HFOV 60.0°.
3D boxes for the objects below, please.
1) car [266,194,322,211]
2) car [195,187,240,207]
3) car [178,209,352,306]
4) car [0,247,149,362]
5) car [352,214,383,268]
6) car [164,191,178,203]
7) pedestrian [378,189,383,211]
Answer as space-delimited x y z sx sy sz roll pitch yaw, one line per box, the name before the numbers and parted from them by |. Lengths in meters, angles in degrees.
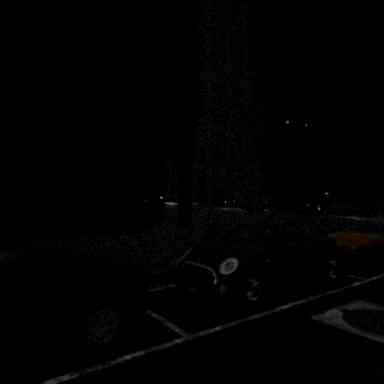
car | 8.343 0.972 27.538 2.128 1.511 4.902 -1 2 -36
car | 2.604 0.511 35.541 2.150 2.045 5.566 -1 1 -35
car | 1.639 1.390 7.819 4.097 1.590 1.967 -1 0 -36
car | -2.802 1.542 4.650 4.507 1.381 1.887 -1 0 -36
car | 5.942 1.430 10.891 4.829 1.417 1.752 -1 0 -36
car | -3.195 0.625 43.651 1.812 1.442 4.674 -1 1 -36
pedestrian | 15.834 0.646 27.784 0.375 1.860 0.375 1 0 -36
